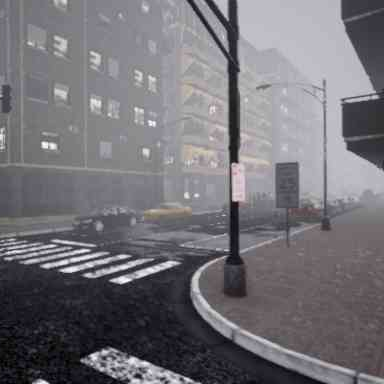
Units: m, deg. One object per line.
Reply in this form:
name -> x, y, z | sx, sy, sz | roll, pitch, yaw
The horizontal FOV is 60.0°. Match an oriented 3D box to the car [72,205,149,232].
car -> -4.940, 1.480, 19.579 | 2.008, 1.369, 4.403 | 0, 1, 35

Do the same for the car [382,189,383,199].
car -> 33.764, 0.658, 60.420 | 2.008, 1.369, 4.403 | 0, 1, 35

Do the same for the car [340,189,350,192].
car -> 36.464, 0.272, 78.938 | 2.192, 1.841, 5.009 | 0, 1, 35

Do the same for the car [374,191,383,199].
car -> 36.949, 0.578, 64.986 | 1.887, 1.381, 4.507 | 0, 1, 35

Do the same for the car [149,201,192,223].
car -> -1.852, 1.380, 24.005 | 1.752, 1.417, 4.829 | 0, 1, 35

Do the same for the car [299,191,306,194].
car -> 14.073, 1.003, 46.837 | 1.752, 1.417, 4.829 | 0, 1, 35

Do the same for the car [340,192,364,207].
car -> 17.936, 1.002, 37.727 | 1.752, 1.417, 4.829 | 0, 1, 35

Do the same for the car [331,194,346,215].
car -> 11.469, 1.181, 28.456 | 2.008, 1.369, 4.403 | 0, 1, 35

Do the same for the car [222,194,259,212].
car -> 4.615, 1.246, 33.278 | 1.887, 1.381, 4.507 | 0, 1, 35

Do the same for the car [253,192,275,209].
car -> 7.799, 0.940, 37.841 | 2.192, 1.841, 5.009 | 0, 1, 35

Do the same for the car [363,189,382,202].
car -> 27.393, 0.570, 51.284 | 2.192, 1.841, 5.009 | 0, 1, 35

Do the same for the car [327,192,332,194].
car -> 26.911, 0.744, 65.243 | 1.947, 1.339, 4.313 | 0, 1, 35

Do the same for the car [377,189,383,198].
car -> 40.132, 0.274, 69.549 | 2.192, 1.841, 5.009 | 0, 1, 35

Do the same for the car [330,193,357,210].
car -> 14.654, 1.105, 33.022 | 2.008, 1.369, 4.403 | 0, 1, 35

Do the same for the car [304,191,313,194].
car -> 17.354, 0.715, 51.540 | 2.192, 1.841, 5.009 | 0, 1, 35

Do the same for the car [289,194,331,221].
car -> 8.283, 1.146, 23.888 | 1.967, 1.590, 4.097 | 0, 1, 35
